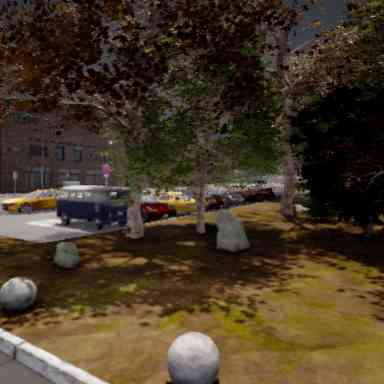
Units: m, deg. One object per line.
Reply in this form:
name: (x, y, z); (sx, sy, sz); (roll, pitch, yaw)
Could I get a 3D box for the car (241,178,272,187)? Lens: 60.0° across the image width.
car: (11.950, -1.782, 61.681); (5.366, 1.575, 1.946); (2, 4, 37)

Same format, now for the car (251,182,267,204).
car: (3.284, 0.198, 27.753); (5.008, 1.535, 2.097); (2, 4, 36)

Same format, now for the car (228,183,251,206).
car: (1.622, 0.342, 25.535); (4.892, 1.521, 2.231); (2, 4, 36)

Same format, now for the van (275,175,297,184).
van: (20.535, -2.717, 72.729); (4.442, 1.987, 1.878); (2, 4, 37)

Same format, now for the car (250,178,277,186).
car: (13.770, -1.877, 63.819); (4.674, 1.452, 2.002); (2, 4, 37)

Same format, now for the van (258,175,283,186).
van: (15.528, -2.283, 65.984); (4.442, 1.987, 1.878); (2, 4, 37)

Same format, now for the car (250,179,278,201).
car: (4.956, -0.069, 29.956); (4.553, 1.767, 2.185); (2, 4, 36)

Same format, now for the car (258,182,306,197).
car: (9.888, -0.331, 36.664); (4.674, 1.452, 2.002); (2, 4, 37)

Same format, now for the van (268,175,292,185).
van: (18.680, -2.575, 70.622); (4.442, 1.987, 1.878); (2, 4, 37)

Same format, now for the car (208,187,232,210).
car: (-0.001, 0.514, 23.291); (4.792, 1.488, 2.163); (2, 4, 37)

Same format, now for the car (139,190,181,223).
car: (-3.306, 0.801, 18.839); (4.792, 1.488, 2.163); (2, 4, 36)

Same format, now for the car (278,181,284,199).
car: (6.583, -0.047, 32.211); (4.674, 1.452, 2.002); (2, 4, 36)

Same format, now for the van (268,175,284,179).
van: (11.633, -0.735, 38.803); (4.442, 1.987, 1.878); (2, 4, 37)

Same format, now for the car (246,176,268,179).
car: (10.404, -1.883, 59.325); (5.566, 2.045, 2.435); (2, 4, 37)

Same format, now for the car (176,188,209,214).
car: (-1.826, 0.619, 21.192); (5.366, 1.575, 1.946); (2, 4, 37)

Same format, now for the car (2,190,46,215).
car: (-10.545, 0.603, 23.282); (1.882, 1.535, 5.008); (2, 4, 37)

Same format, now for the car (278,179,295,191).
car: (8.232, -0.230, 34.436); (5.008, 1.535, 2.097); (2, 4, 36)

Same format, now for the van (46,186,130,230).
van: (-5.078, 0.686, 16.688); (4.442, 1.987, 1.878); (2, 4, 37)
